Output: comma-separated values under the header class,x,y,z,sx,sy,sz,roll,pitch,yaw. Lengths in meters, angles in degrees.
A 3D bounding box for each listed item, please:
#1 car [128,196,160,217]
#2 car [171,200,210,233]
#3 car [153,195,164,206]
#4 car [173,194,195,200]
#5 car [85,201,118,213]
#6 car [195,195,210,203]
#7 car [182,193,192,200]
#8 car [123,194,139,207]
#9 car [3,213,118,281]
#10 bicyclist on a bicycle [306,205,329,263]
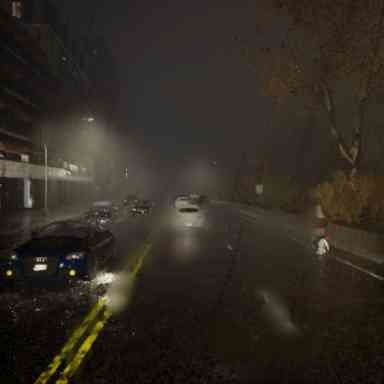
class,x,y,z,sx,sy,sz,roll,pitch,yaw
car,-4.021,1.338,28.753,1.837,1.490,4.892,0,0,-3
car,-0.213,1.417,18.654,1.812,1.442,4.674,0,0,-2
car,-5.201,1.211,49.408,1.837,1.490,4.892,0,0,-4
car,-0.950,1.309,36.499,1.812,1.442,4.674,0,0,-3
car,-7.192,1.411,26.739,1.994,1.385,4.181,0,0,-2
car,1.523,1.214,48.000,1.837,1.490,4.892,0,1,-4
car,-1.259,1.012,77.815,1.837,1.490,4.892,0,0,-7
car,-8.246,1.078,46.239,2.097,1.767,4.553,0,1,-4
car,-3.459,1.510,9.516,1.994,1.385,4.181,0,0,-1
bicyclist on a bicycle,4.021,1.307,10.782,0.659,1.776,1.843,0,1,-1
